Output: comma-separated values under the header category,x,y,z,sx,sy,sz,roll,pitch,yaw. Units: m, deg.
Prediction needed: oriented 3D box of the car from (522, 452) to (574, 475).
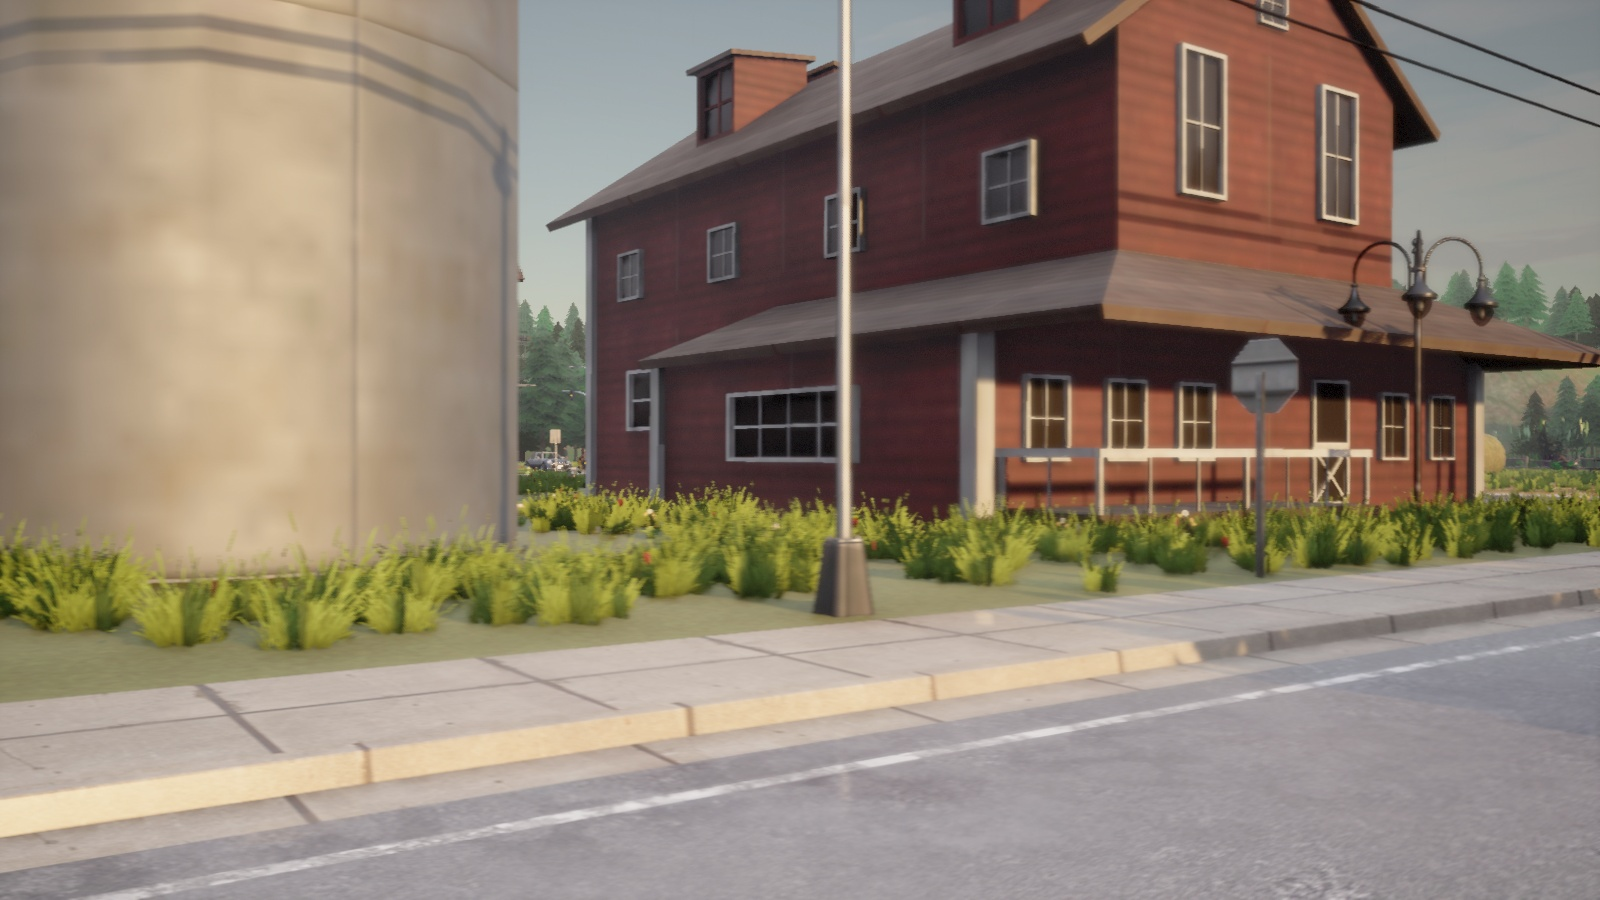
category,x,y,z,sx,sy,sz,roll,pitch,yaw
car,-16.664,0.896,83.100,1.970,1.475,3.806,0,0,-36
